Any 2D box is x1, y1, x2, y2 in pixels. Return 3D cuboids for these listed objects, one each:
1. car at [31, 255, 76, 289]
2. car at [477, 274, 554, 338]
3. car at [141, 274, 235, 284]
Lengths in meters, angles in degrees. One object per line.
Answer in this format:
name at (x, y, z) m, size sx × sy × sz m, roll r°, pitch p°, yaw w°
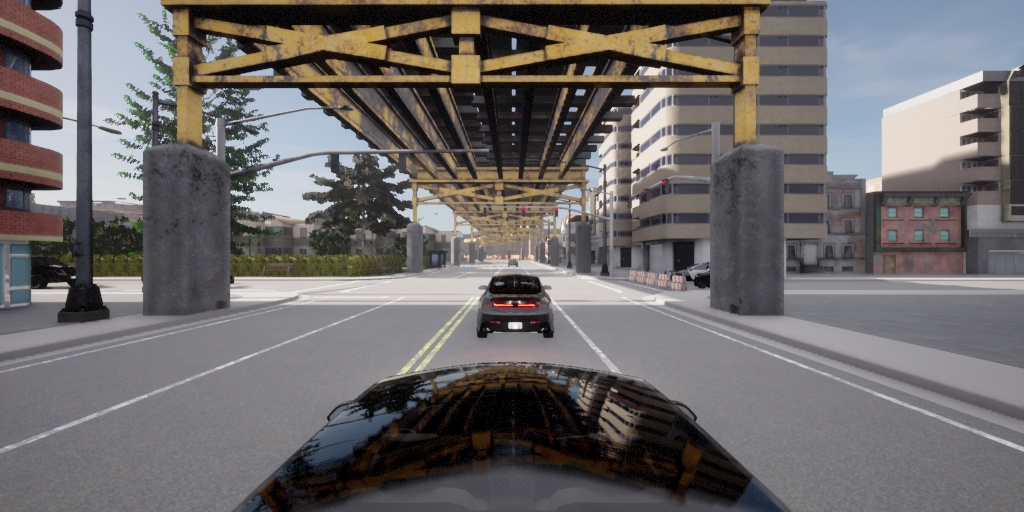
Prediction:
car at (-30.046, 0.971, 22.336) m, size 5.566 × 2.045 × 2.150 m, roll 0°, pitch 0°, yaw 0°
car at (0.088, 1.255, 10.160) m, size 1.837 × 1.490 × 4.892 m, roll 0°, pitch 0°, yaw 0°
car at (-20.032, 1.255, 22.275) m, size 4.892 × 1.490 × 1.837 m, roll 0°, pitch 0°, yaw 0°
